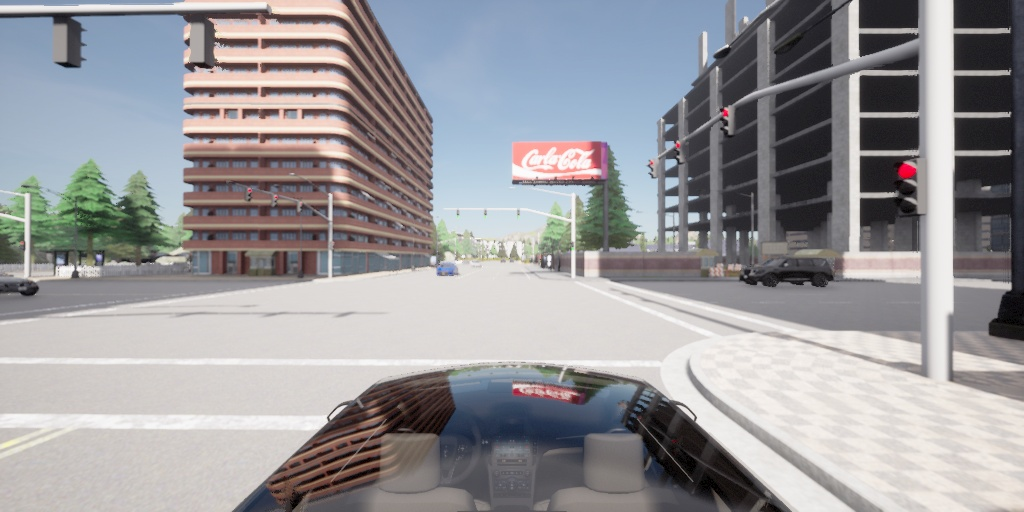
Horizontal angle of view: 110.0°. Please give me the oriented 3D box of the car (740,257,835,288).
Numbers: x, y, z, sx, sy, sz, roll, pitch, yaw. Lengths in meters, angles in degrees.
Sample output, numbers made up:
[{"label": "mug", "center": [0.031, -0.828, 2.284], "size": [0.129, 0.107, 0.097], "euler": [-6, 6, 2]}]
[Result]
[{"label": "car", "center": [18.932, 1.100, 24.784], "size": [5.566, 2.045, 2.150], "euler": [0, 0, 0]}]

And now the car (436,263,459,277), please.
[{"label": "car", "center": [-7.025, 1.487, 39.345], "size": [1.882, 1.535, 5.008], "euler": [0, 1, 0]}]

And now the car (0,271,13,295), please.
[{"label": "car", "center": [-24.285, 1.042, 14.299], "size": [5.566, 2.045, 2.150], "euler": [0, 0, 0]}]

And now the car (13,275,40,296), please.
[{"label": "car", "center": [-26.645, 1.365, 17.812], "size": [4.674, 1.442, 1.812], "euler": [0, 0, 0]}]
